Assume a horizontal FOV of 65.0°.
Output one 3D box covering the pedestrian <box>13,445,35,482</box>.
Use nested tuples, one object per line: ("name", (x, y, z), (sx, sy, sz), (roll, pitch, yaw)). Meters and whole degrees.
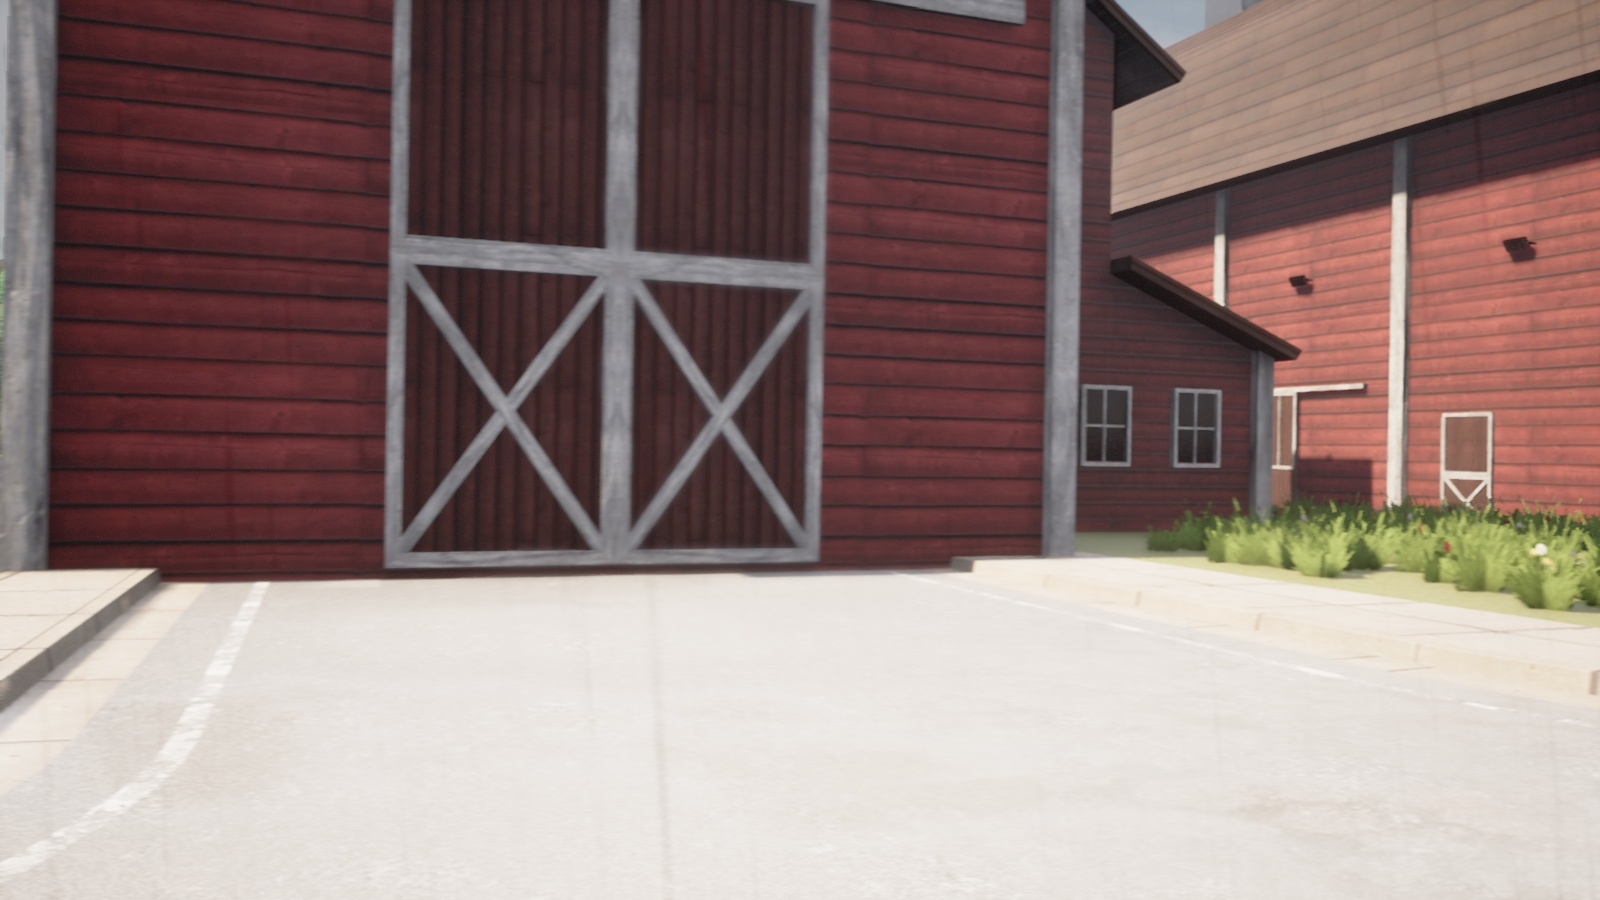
("pedestrian", (-37.941, 0.639, 61.397), (0.869, 1.805, 0.328), (0, 0, -22))
